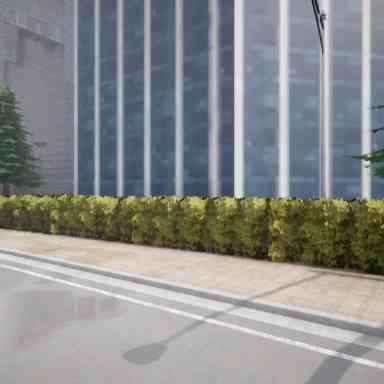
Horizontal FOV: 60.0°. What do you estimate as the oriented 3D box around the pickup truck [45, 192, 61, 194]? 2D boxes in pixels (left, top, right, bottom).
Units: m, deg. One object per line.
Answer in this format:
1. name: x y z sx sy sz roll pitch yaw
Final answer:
1. pickup truck: -29.255 1.057 71.572 6.274 2.098 2.390 0 0 -24
